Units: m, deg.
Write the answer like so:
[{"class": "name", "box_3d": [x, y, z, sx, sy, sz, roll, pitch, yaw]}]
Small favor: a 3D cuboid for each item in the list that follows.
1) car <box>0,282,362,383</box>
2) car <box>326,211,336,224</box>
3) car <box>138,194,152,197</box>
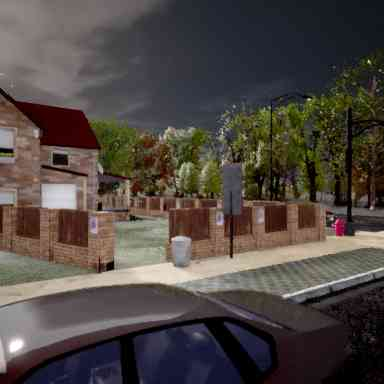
[{"class": "car", "box_3d": [-0.876, 1.547, 2.460, 5.357, 1.411, 2.033, 0, 0, -35]}, {"class": "car", "box_3d": [7.663, 1.469, 23.334, 1.812, 1.442, 4.674, 0, 0, -36]}, {"class": "car", "box_3d": [-8.396, 1.152, 57.170, 2.097, 1.767, 4.553, 0, 0, -36]}]
